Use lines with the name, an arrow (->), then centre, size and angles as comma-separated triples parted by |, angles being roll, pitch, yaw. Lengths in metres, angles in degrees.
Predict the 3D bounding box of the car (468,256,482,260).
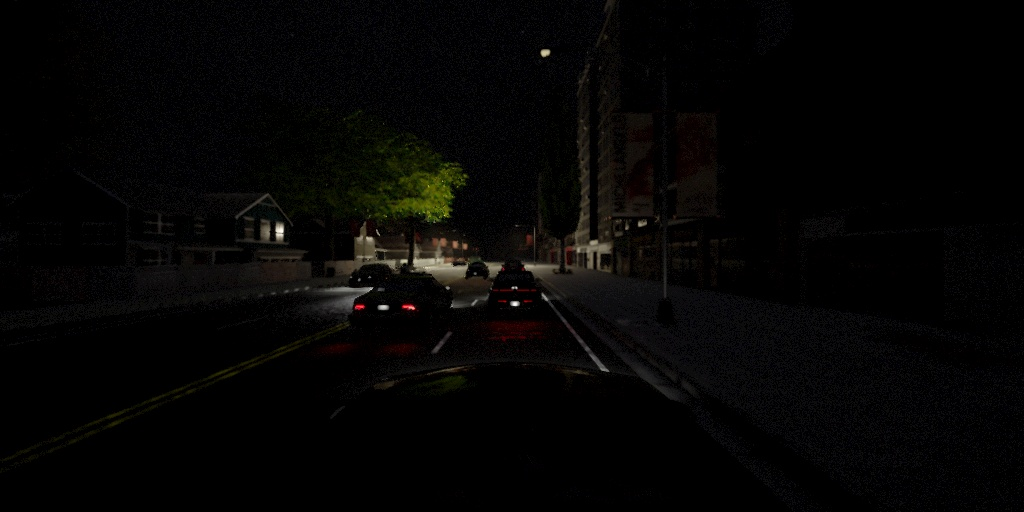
car -> -6.541, 1.041, 63.743 | 2.150, 2.045, 5.566 | 0, 0, 1

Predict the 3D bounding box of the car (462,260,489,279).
car -> -3.156, 1.321, 33.053 | 1.812, 1.442, 4.674 | 0, 0, 0

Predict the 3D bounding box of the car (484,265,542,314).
car -> 0.098, 1.277, 13.842 | 1.837, 1.490, 4.892 | 0, 0, 0

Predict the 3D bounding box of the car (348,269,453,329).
car -> -3.152, 1.316, 11.295 | 2.033, 1.411, 5.357 | 0, 0, 0

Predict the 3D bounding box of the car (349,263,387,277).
car -> -9.853, 1.293, 25.545 | 1.837, 1.490, 4.892 | 0, 0, 0

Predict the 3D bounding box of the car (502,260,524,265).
car -> 0.094, 1.146, 31.726 | 2.097, 1.767, 4.553 | 0, 0, 0

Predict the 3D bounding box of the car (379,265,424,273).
car -> -6.604, 1.386, 23.102 | 1.895, 1.301, 4.718 | 0, 0, 0
